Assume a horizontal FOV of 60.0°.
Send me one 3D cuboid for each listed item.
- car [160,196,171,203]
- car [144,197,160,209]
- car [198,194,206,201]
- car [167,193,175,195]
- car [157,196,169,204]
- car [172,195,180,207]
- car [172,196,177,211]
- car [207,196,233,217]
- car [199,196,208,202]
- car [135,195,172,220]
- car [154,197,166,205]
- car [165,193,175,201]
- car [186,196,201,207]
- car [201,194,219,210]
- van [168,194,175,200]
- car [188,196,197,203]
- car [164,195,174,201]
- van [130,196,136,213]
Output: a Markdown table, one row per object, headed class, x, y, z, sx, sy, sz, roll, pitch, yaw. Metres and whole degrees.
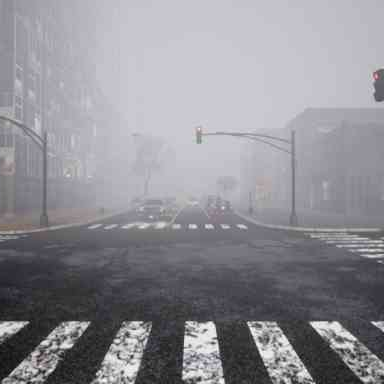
| class | x | y | z | sx | sy | sz | roll | pitch | yaw |
| --- | --- | --- | --- | --- | --- | --- | --- | --- | --- |
| car | -5.685 | 1.569 | 70.643 | 1.947 | 1.339 | 4.313 | 1 | 0 | 0 |
| car | -5.682 | 1.529 | 47.777 | 1.752 | 1.417 | 4.829 | 1 | 0 | 0 |
| car | 2.695 | 1.443 | 87.704 | 1.967 | 1.590 | 4.097 | 1 | 0 | 0 |
| car | -3.061 | 1.481 | 57.727 | 1.882 | 1.535 | 5.008 | 0 | 0 | 0 |
| car | -5.685 | 1.569 | 64.969 | 1.947 | 1.339 | 4.313 | 1 | 0 | 0 |
| car | -3.100 | 1.529 | 47.600 | 1.812 | 1.442 | 4.674 | 0 | 0 | 0 |
| car | -3.104 | 1.551 | 37.581 | 2.033 | 1.411 | 5.357 | 0 | 0 | 0 |
| car | 2.702 | 1.443 | 30.964 | 1.967 | 1.590 | 4.097 | 1 | 0 | 0 |
| car | 2.694 | 1.569 | 76.357 | 1.947 | 1.339 | 4.313 | 1 | 0 | 0 |
| car | -3.136 | 1.355 | 28.108 | 2.097 | 1.767 | 4.553 | 0 | 0 | 1 |
| car | -5.684 | 1.586 | 59.295 | 1.802 | 1.307 | 4.206 | 1 | 0 | 0 |
| car | -5.682 | 1.318 | 87.665 | 2.192 | 1.841 | 5.009 | 1 | 0 | 0 |
| car | 0.095 | 1.604 | 50.723 | 1.895 | 1.301 | 4.718 | 0 | 0 | 0 |
| car | 2.703 | 1.318 | 42.312 | 2.192 | 1.841 | 5.009 | 1 | 0 | 0 |
| van | -5.684 | 1.344 | 93.338 | 1.690 | 1.788 | 3.998 | 1 | 0 | 0 |
| car | 0.089 | 1.529 | 69.838 | 1.812 | 1.442 | 4.674 | 0 | 0 | 0 |
| car | -5.686 | 1.554 | 81.990 | 2.008 | 1.369 | 4.403 | 1 | 0 | 0 |
| van | -5.677 | 1.344 | 36.599 | 1.690 | 1.788 | 3.998 | 1 | 0 | 0 |
